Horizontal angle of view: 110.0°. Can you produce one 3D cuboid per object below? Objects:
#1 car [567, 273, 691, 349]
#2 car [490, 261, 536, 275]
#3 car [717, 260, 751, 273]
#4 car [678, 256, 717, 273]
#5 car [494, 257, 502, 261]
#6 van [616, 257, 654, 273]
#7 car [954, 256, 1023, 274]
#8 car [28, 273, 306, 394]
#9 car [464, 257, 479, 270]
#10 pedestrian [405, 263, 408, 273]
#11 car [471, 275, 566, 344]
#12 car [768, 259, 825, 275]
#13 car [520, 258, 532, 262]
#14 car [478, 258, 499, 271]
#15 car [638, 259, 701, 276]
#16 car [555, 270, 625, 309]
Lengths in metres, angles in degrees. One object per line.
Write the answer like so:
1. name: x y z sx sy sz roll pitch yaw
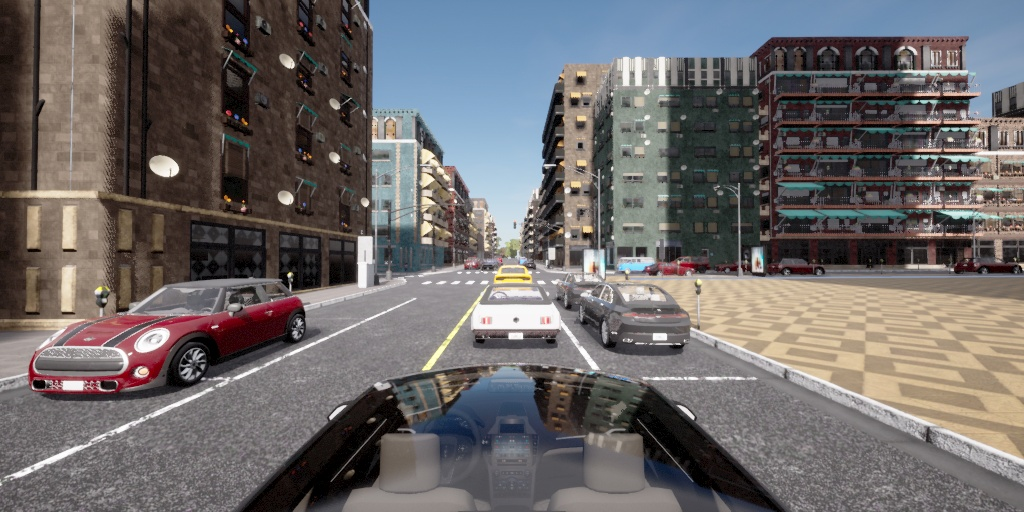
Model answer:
1. car: 2.804 1.303 9.002 2.007 1.370 4.403 0 0 0
2. car: 0.053 1.233 19.038 1.882 1.535 5.008 0 0 0
3. car: 24.739 1.165 39.550 4.507 1.381 1.888 0 0 0
4. car: 19.211 0.977 39.577 5.009 1.841 2.192 0 0 0
5. car: -3.218 1.319 60.148 2.033 1.411 5.357 0 0 0
6. van: 13.683 1.046 39.604 3.998 1.789 1.690 0 0 0
7. car: 41.277 0.812 31.089 4.097 1.591 1.967 0 0 0
8. car: -5.830 1.191 6.747 1.967 1.591 4.097 0 0 0
9. car: -5.807 1.083 52.785 2.192 1.841 5.009 0 0 0
10. pedestrian: -12.623 1.097 42.694 0.375 1.860 0.375 0 0 0
11. car: 0.081 1.353 9.585 1.895 1.301 4.718 0 0 0
12. car: 24.696 0.936 31.170 4.097 1.591 1.967 0 0 0
13. car: 2.574 1.334 52.764 1.948 1.339 4.313 0 0 0
14. car: -3.228 1.368 50.455 1.895 1.301 4.718 0 0 1
15. car: 13.640 1.163 31.224 4.207 1.307 1.802 0 0 0
16. car: 2.791 1.304 14.572 2.007 1.370 4.403 0 0 0
